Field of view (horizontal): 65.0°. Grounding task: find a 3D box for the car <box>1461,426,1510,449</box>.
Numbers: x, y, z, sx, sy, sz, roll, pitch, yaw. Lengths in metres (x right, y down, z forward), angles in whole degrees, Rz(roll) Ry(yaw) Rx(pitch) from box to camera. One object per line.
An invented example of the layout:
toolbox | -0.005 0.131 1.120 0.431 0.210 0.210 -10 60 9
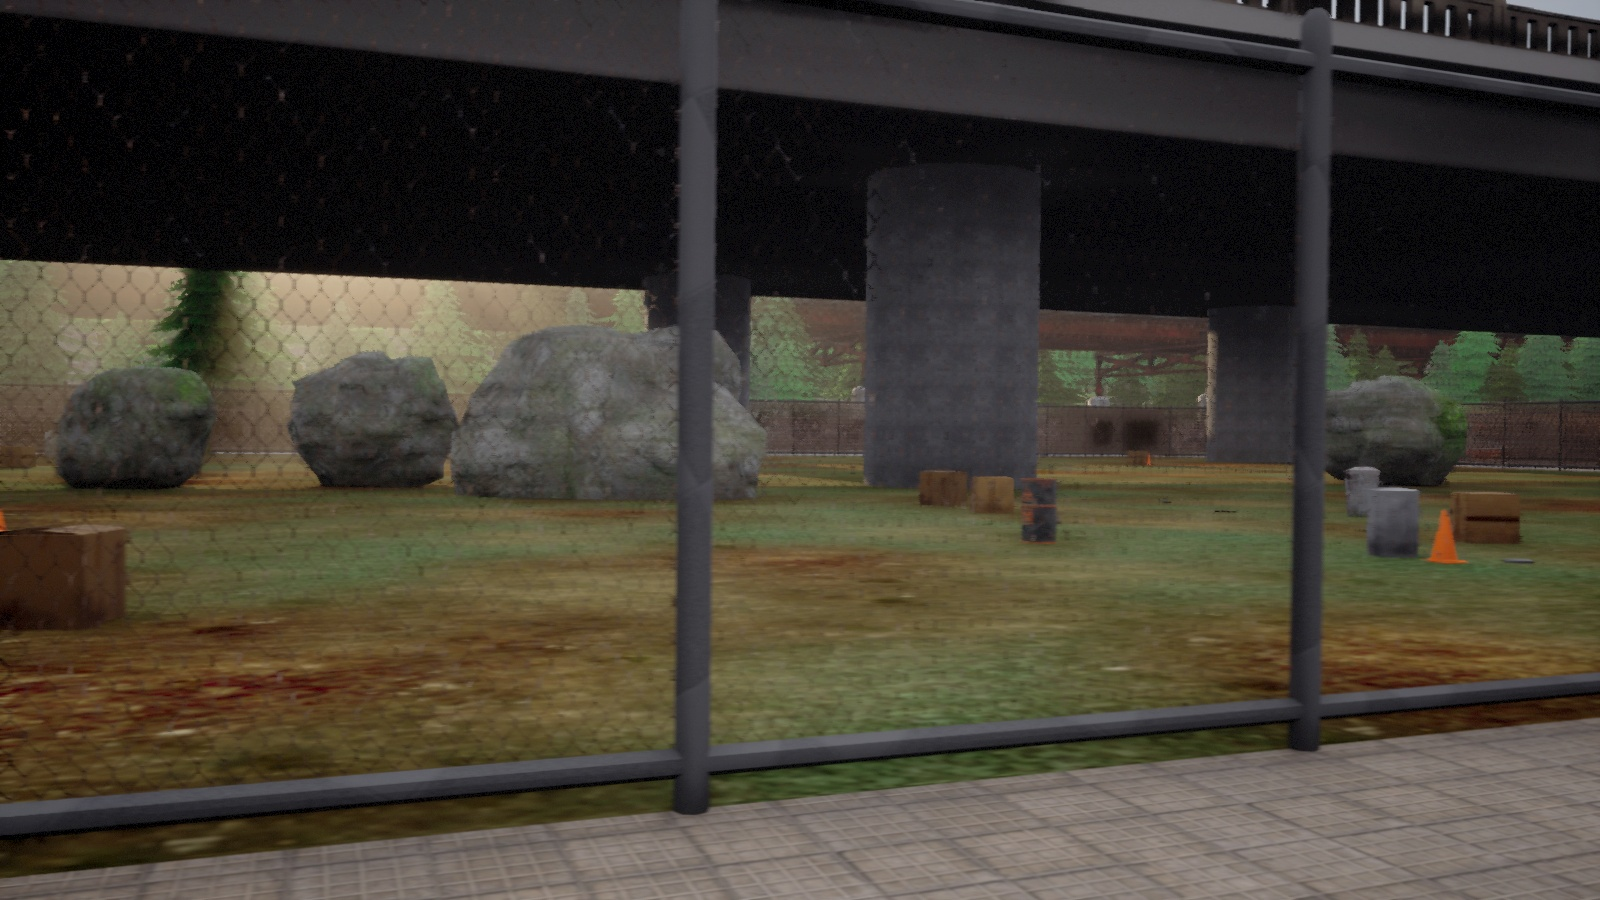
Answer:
car | 41.592 -0.782 76.230 1.481 1.376 2.207 -1 1 -21
